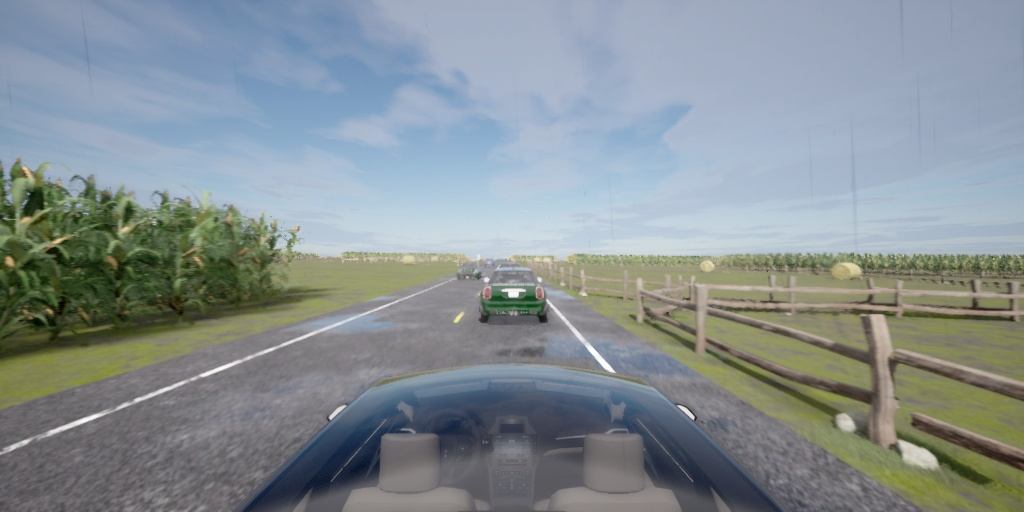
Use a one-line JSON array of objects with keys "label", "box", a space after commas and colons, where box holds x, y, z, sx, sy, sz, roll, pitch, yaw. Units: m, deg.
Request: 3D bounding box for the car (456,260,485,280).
[{"label": "car", "box": [-3.949, 1.336, 33.810, 2.097, 1.767, 4.553, 0, 0, -1]}]

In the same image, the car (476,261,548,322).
[{"label": "car", "box": [0.037, 1.187, 12.829, 2.097, 1.767, 4.553, 0, -1, 0]}]
